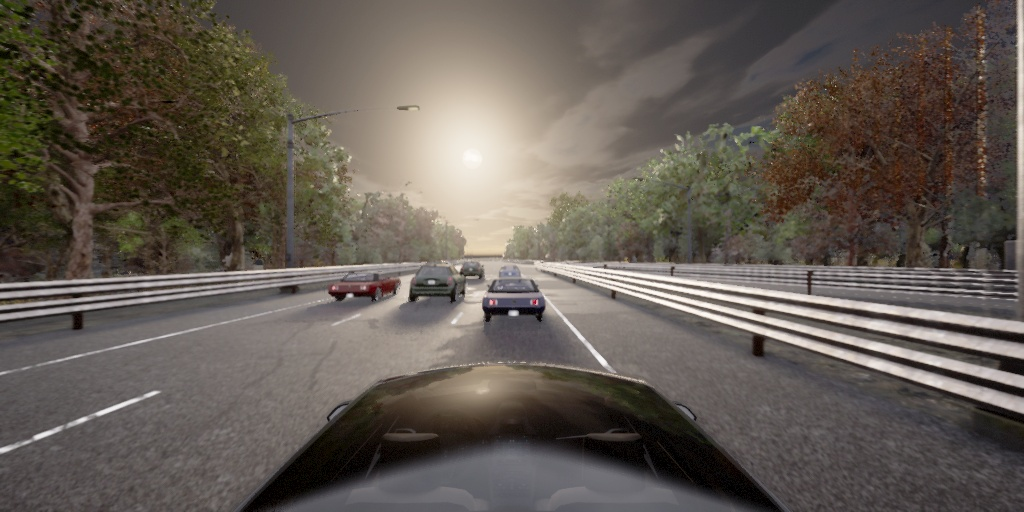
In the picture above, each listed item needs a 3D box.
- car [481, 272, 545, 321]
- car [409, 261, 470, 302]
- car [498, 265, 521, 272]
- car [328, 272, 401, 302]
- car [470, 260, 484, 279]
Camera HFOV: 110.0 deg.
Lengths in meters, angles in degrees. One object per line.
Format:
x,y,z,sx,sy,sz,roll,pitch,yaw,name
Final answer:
0.035,1.401,12.723,1.895,1.301,4.718,0,0,0,car
-3.520,1.177,17.730,2.097,1.767,4.553,0,0,-1,car
-0.204,1.432,29.673,2.033,1.411,5.357,0,0,-1,car
-7.017,1.427,17.691,1.895,1.301,4.718,0,0,-1,car
-3.829,1.268,35.057,2.097,1.767,4.553,0,0,-1,car
